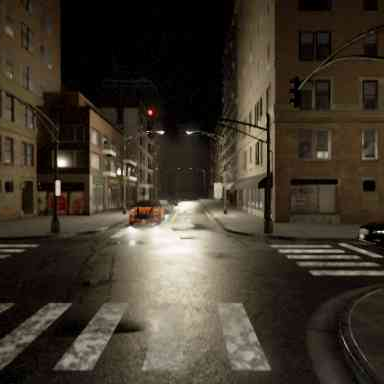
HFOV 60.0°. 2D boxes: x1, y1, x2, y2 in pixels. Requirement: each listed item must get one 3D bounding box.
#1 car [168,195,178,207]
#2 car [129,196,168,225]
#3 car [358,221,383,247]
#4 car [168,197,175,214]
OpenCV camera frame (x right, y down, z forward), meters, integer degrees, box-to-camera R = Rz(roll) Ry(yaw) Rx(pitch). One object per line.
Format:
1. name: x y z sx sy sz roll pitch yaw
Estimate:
1. car: -3.190 1.300 50.457 2.097 1.767 4.553 0 0 0
2. car: -3.151 1.333 23.910 2.097 1.767 4.553 0 0 0
3. car: 9.245 1.510 13.206 4.902 1.511 2.128 0 0 2
4. car: -3.176 1.515 34.659 2.033 1.411 5.357 0 0 0
